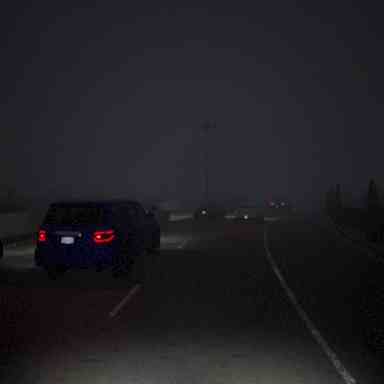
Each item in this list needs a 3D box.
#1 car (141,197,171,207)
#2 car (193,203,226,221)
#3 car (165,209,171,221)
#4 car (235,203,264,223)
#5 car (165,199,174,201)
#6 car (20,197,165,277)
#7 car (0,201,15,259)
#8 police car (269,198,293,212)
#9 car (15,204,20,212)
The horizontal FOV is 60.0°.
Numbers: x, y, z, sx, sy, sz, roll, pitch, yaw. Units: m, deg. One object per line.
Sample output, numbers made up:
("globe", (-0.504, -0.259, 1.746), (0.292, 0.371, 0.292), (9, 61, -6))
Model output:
("car", (-5.736, 1.554, 54.042), (2.033, 1.411, 5.357), (0, 0, 31))
("car", (1.555, 1.579, 27.814), (1.994, 1.385, 4.181), (0, 0, 18))
("car", (-3.093, 1.603, 24.835), (1.895, 1.301, 4.718), (0, 0, 16))
("car", (4.505, 1.547, 25.661), (1.812, 1.442, 4.674), (0, 0, 17))
("car", (-3.632, 1.555, 43.247), (2.033, 1.411, 5.357), (0, 0, 26))
("car", (-2.563, 1.219, 10.434), (2.150, 2.045, 5.566), (0, 0, 7))
("car", (-6.463, 1.208, 6.875), (2.150, 2.045, 5.566), (0, 0, 5))
("police car", (10.955, 1.548, 40.448), (2.038, 1.542, 4.974), (0, 0, 28))
("car", (-14.317, 1.451, 24.082), (1.882, 1.535, 5.008), (0, 0, 14))
